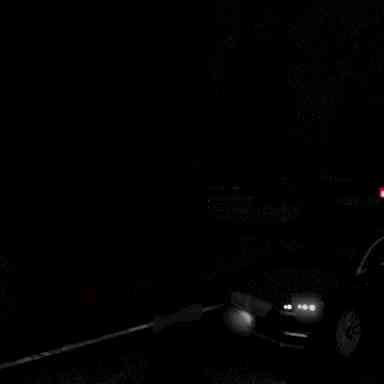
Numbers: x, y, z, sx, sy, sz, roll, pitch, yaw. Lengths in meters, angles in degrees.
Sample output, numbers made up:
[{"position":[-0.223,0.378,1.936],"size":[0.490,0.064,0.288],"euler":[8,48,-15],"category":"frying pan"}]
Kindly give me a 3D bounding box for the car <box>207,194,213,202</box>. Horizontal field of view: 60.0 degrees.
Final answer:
[{"position":[0.275,1.262,44.101],"size":[1.895,1.301,4.718],"euler":[-1,1,-37],"category":"car"}]

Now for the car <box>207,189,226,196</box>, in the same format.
[{"position":[7.208,0.278,94.360],"size":[1.932,1.855,4.605],"euler":[-1,1,-37],"category":"car"}]

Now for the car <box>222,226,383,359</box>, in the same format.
[{"position":[2.720,1.414,5.944],"size":[4.902,1.511,2.128],"euler":[-1,1,-36],"category":"car"}]
